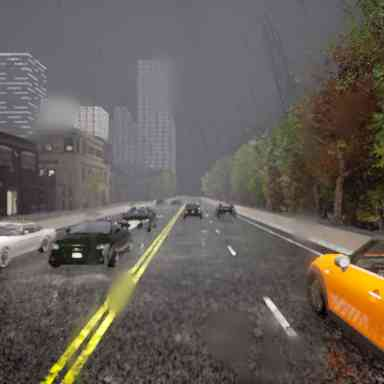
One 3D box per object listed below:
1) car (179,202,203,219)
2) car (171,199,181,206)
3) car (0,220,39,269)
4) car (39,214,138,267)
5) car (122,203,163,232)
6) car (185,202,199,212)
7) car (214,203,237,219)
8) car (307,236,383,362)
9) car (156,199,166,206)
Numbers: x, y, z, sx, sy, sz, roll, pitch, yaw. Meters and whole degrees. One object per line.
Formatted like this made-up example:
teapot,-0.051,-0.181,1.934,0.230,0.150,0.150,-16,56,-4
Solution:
car,0.077,1.867,32.699,2.033,1.411,5.357,0,-1,0
car,-3.317,2.231,70.556,1.994,1.385,4.181,0,-1,0
car,-6.607,1.716,11.692,1.895,1.301,4.718,0,-1,0
car,-3.357,1.680,11.712,1.994,1.385,4.181,0,-1,0
car,-3.359,1.704,21.706,2.128,1.511,4.902,0,-1,0
car,0.003,2.048,46.128,1.895,1.301,4.718,0,-1,0
car,3.319,1.820,33.491,2.128,1.511,4.902,0,0,0
car,3.346,1.400,4.818,2.097,1.767,4.553,0,-1,0
car,-6.567,2.178,70.554,1.837,1.490,4.892,0,-1,0
